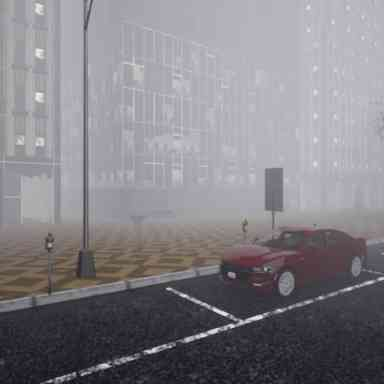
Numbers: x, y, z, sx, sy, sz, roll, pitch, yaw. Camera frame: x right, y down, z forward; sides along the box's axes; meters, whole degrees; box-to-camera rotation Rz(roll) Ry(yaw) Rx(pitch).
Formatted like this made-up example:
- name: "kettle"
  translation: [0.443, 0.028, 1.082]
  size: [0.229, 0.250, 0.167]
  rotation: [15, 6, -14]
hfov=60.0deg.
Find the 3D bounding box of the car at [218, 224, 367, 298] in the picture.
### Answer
- name: "car"
  translation: [2.684, 1.542, 8.476]
  size: [4.507, 1.381, 1.887]
  rotation: [0, 0, -36]
